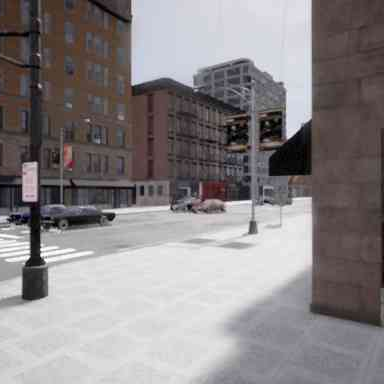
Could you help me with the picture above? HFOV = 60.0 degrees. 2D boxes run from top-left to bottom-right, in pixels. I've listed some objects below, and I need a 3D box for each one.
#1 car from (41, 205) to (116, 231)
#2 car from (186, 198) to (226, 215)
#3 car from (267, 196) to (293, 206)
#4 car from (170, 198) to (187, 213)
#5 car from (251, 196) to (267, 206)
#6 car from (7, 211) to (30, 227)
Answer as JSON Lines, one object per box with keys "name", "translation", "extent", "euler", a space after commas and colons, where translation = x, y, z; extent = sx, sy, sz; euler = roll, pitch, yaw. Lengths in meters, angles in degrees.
{"name": "car", "translation": [-7.109, 1.547, 20.614], "extent": [1.895, 1.301, 4.718], "euler": [0, 0, 35]}
{"name": "car", "translation": [1.760, 1.407, 33.210], "extent": [1.812, 1.442, 4.674], "euler": [0, 0, 35]}
{"name": "car", "translation": [13.552, 1.354, 49.799], "extent": [2.033, 1.411, 5.357], "euler": [0, 0, 35]}
{"name": "car", "translation": [-0.391, 1.375, 35.802], "extent": [2.128, 1.511, 4.902], "euler": [0, 0, 35]}
{"name": "car", "translation": [10.894, 1.309, 51.669], "extent": [2.128, 1.511, 4.902], "euler": [0, 0, 35]}
{"name": "car", "translation": [-9.765, 1.554, 22.487], "extent": [1.895, 1.301, 4.718], "euler": [0, 0, 35]}
